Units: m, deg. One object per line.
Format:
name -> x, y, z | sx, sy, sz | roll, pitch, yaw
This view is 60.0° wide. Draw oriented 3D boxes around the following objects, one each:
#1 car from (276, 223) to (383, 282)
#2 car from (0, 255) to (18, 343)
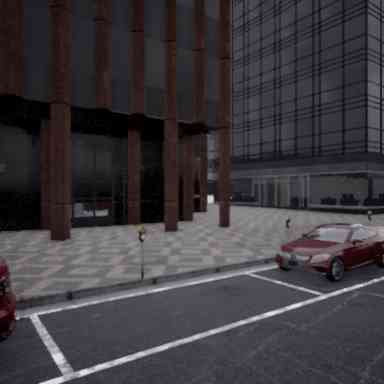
car -> 4.282, 1.577, 9.701 | 4.206, 1.307, 1.802 | 0, 0, -35
car -> -4.573, 1.317, 3.388 | 5.009, 1.841, 2.192 | 0, 0, -35
